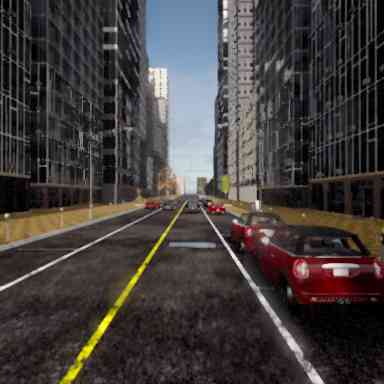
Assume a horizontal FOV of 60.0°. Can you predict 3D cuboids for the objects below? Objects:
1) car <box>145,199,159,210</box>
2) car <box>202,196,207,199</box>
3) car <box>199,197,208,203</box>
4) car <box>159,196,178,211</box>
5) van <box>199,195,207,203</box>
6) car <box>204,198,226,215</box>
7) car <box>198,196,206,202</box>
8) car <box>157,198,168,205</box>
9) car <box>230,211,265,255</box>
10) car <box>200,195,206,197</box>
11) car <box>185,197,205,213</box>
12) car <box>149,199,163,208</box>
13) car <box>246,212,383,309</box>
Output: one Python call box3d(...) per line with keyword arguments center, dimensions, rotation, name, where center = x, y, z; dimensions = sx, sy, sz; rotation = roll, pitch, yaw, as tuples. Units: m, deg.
box3d(center=(-5.702, 1.752, 47.793), dimensions=(1.887, 1.381, 4.507), rotation=(0, 0, 0), name="car")
box3d(center=(2.677, 1.794, 53.481), dimensions=(1.947, 1.339, 4.313), rotation=(0, 0, 0), name="car")
box3d(center=(2.671, 1.869, 76.250), dimensions=(1.947, 1.339, 4.313), rotation=(0, 0, 0), name="car")
box3d(center=(-3.013, 1.713, 45.034), dimensions=(1.837, 1.490, 4.892), rotation=(0, 0, 0), name="car")
box3d(center=(2.670, 1.661, 81.945), dimensions=(1.690, 1.788, 3.998), rotation=(0, 0, 0), name="van")
box3d(center=(2.682, 1.709, 36.405), dimensions=(1.887, 1.381, 4.507), rotation=(0, 0, 0), name="car")
box3d(center=(2.669, 1.776, 87.635), dimensions=(1.967, 1.590, 4.097), rotation=(0, 0, 0), name="car")
box3d(center=(-5.706, 1.811, 64.872), dimensions=(1.887, 1.381, 4.507), rotation=(0, 0, 0), name="car")
box3d(center=(2.687, 1.505, 13.635), dimensions=(1.967, 1.590, 4.097), rotation=(0, 0, 0), name="car")
box3d(center=(2.674, 1.833, 64.866), dimensions=(1.947, 1.339, 4.313), rotation=(0, 0, 0), name="car")
box3d(center=(0.088, 1.672, 40.708), dimensions=(2.128, 1.511, 4.902), rotation=(0, 0, 0), name="car")
box3d(center=(-5.704, 1.810, 53.487), dimensions=(1.802, 1.307, 4.206), rotation=(0, 0, 0), name="car")
box3d(center=(2.689, 1.478, 7.943), dimensions=(1.967, 1.590, 4.097), rotation=(0, 0, 0), name="car")
